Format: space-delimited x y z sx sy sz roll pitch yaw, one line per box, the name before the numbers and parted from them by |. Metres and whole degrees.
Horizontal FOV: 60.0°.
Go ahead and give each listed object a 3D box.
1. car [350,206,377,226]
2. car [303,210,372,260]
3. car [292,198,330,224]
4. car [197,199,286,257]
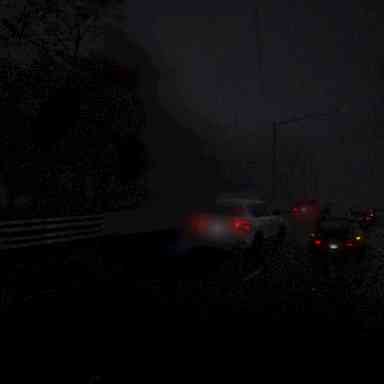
car | 13.379 1.815 26.145 1.812 1.442 4.674 0 0 31
car | 5.939 1.662 13.230 1.812 1.442 4.674 0 0 30
car | 9.681 1.481 26.792 2.150 2.045 5.566 0 0 31
car | 2.227 1.327 13.799 2.150 2.045 5.566 0 0 30
